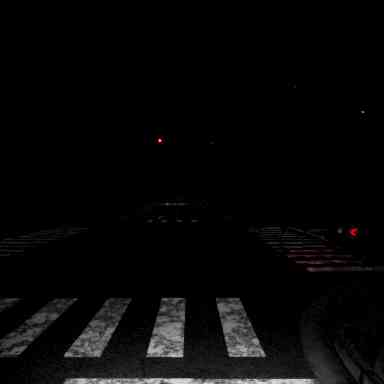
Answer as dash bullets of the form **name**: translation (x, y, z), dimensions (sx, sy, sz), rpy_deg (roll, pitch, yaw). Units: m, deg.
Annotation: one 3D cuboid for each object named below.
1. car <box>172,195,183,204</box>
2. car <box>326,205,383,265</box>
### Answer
- **car**: translation (-2.966, 1.498, 69.308), dimensions (2.097, 1.767, 4.553), rpy_deg (0, 0, 0)
- **car**: translation (6.995, 1.309, 10.991), dimensions (4.553, 1.767, 2.097), rpy_deg (0, -1, 0)
